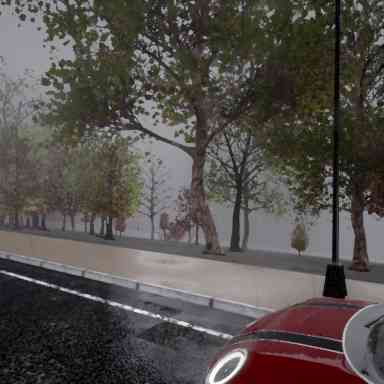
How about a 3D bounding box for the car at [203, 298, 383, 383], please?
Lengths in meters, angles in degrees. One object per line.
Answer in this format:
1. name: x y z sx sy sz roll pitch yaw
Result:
1. car: 2.238 1.352 2.079 4.553 1.767 2.097 0 0 36
